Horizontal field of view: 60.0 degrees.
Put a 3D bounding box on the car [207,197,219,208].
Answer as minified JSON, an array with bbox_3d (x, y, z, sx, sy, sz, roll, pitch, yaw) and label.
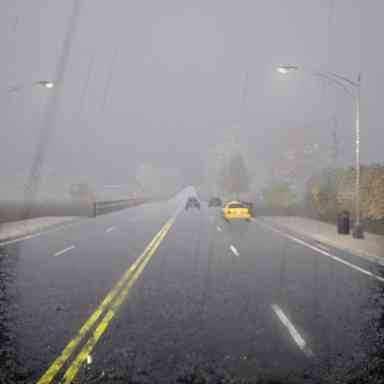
[{"bbox_3d":[3.278,1.460,48.217,1.882,1.535,5.008,0,0,1],"label":"car"}]

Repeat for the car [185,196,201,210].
[{"bbox_3d":[0.104,1.510,43.445,1.812,1.442,4.674,0,0,0],"label":"car"}]

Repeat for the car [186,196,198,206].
[{"bbox_3d":[0.004,1.449,55.379,1.882,1.535,5.008,0,0,0],"label":"car"}]

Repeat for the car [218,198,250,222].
[{"bbox_3d":[3.336,1.447,26.131,1.801,1.575,5.366,0,0,0],"label":"car"}]
